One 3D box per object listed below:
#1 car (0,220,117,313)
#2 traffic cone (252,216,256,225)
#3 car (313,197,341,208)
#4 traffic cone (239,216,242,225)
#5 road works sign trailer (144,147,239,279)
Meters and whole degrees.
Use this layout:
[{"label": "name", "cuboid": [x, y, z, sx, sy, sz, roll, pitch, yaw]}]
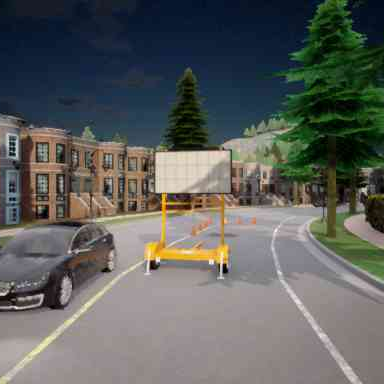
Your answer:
[{"label": "car", "cuboid": [-3.233, 1.504, 7.938, 1.837, 1.490, 4.892, 0, 0, 4]}, {"label": "traffic cone", "cuboid": [4.243, 1.952, 22.569, 0.340, 0.580, 0.340, 0, 0, 12]}, {"label": "car", "cuboid": [19.051, 1.497, 46.870, 4.892, 1.490, 1.837, 0, 0, -34]}, {"label": "traffic cone", "cuboid": [3.266, 1.951, 22.777, 0.340, 0.580, 0.340, 0, 0, 12]}, {"label": "road works sign trailer", "cuboid": [0.058, 0.462, 10.168, 2.380, 3.560, 2.880, 0, 0, 12]}]
